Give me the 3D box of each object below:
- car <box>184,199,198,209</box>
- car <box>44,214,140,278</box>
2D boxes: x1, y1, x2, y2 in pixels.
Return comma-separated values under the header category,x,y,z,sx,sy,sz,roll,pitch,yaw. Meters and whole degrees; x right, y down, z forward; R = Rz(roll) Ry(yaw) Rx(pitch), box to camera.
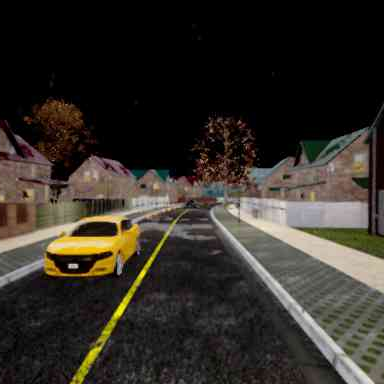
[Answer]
category,x,y,z,sx,sy,sz,roll,pitch,yaw
car,-0.127,1.878,53.182,1.837,1.490,4.892,0,-1,6
car,-2.847,1.518,10.482,1.882,1.535,5.008,0,0,0
